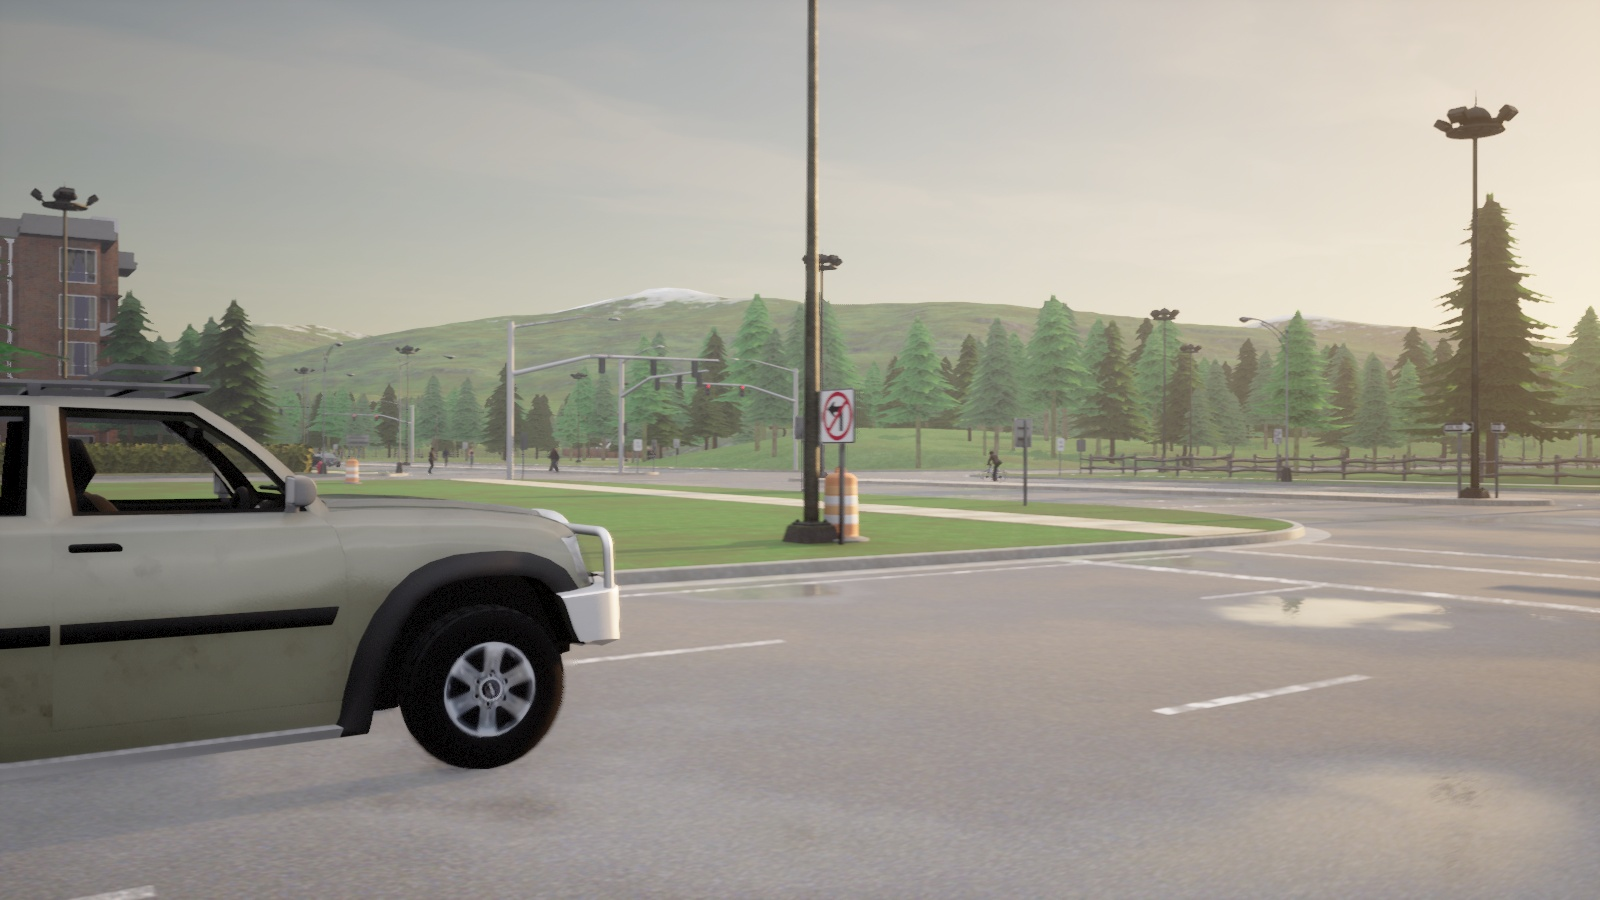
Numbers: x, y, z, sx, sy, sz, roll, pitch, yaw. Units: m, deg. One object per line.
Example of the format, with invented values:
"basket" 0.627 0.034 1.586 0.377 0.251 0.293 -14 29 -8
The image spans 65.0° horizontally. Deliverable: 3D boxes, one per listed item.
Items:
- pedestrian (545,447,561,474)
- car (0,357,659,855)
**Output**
"pedestrian" -17.438 0.739 88.709 0.634 1.844 0.899 0 0 43
"car" -3.148 0.582 5.733 4.605 1.855 1.932 0 0 -35
